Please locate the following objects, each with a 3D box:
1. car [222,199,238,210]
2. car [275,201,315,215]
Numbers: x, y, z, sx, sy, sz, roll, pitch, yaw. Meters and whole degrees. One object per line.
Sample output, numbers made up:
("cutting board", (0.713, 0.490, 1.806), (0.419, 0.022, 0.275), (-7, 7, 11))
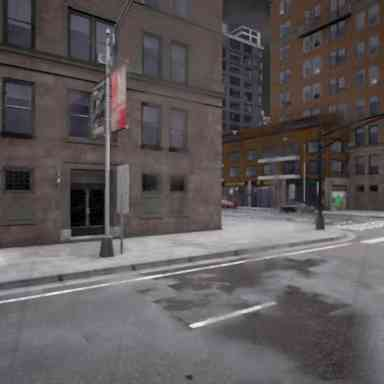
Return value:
("car", (4.190, 1.613, 43.285), (1.802, 1.307, 4.206), (0, 0, -35))
("car", (10.548, 1.599, 34.281), (1.947, 1.339, 4.313), (0, 0, -35))
